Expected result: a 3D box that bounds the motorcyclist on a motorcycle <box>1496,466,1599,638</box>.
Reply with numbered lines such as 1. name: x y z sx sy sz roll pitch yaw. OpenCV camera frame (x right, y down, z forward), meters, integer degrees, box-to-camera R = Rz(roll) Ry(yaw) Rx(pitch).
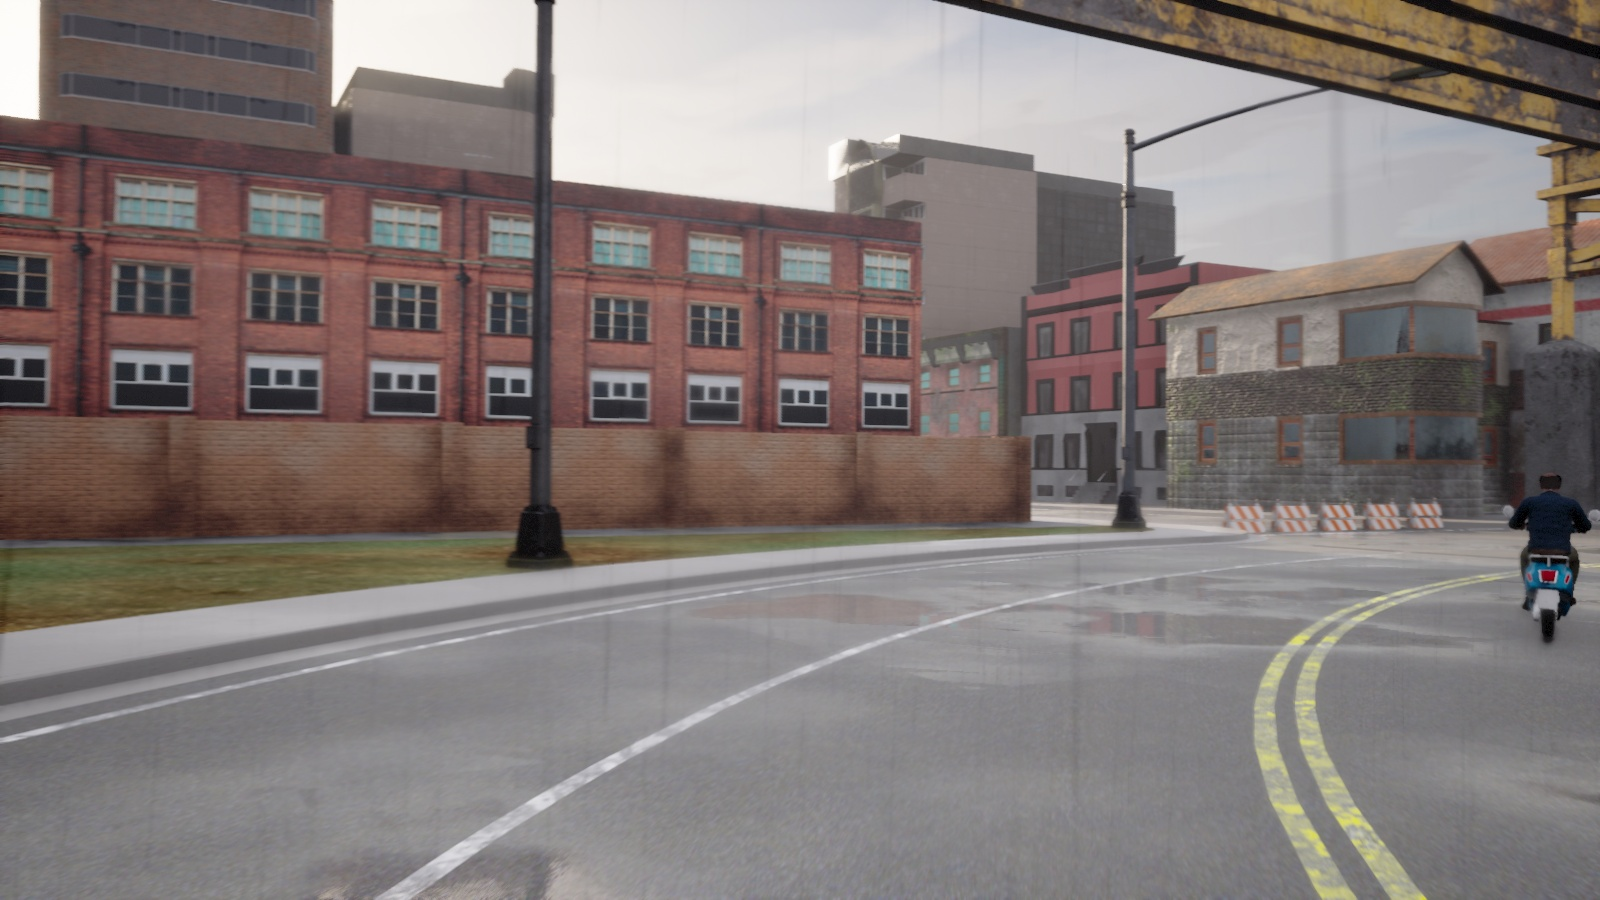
1. motorcyclist on a motorcycle: 7.557 0.963 12.645 0.866 1.590 1.817 0 -1 32
